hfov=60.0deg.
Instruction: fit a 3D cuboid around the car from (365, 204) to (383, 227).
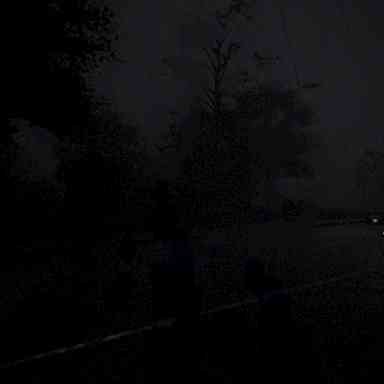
[{"bbox_3d":[13.068,1.462,21.361,4.902,1.511,2.128,0,0,-33],"label":"car"}]
